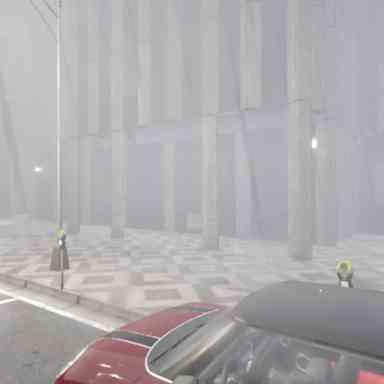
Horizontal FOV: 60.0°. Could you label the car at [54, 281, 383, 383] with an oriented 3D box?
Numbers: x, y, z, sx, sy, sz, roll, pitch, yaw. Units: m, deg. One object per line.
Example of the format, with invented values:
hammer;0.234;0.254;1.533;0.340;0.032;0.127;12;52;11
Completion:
car;0.757;1.441;2.427;4.097;1.590;1.967;0;0;35
